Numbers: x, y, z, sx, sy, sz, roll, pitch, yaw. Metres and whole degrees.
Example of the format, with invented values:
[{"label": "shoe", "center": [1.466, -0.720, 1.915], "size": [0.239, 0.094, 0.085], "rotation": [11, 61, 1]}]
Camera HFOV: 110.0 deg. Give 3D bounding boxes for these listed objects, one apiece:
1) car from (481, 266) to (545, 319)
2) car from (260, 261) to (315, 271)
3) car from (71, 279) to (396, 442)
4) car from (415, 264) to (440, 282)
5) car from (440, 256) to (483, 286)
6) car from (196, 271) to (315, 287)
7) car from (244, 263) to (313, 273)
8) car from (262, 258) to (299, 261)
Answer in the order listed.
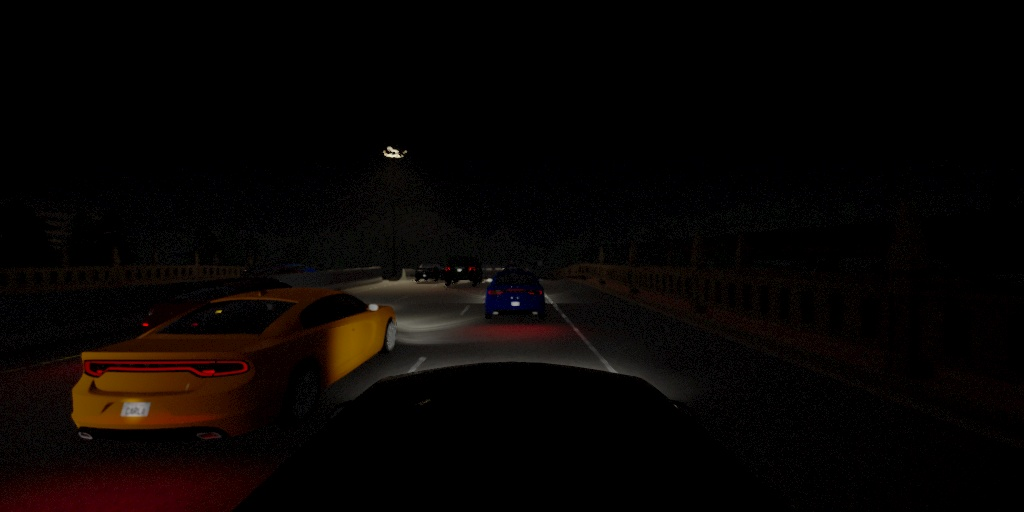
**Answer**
[{"label": "car", "center": [0.100, 1.250, 12.985], "size": [1.882, 1.535, 5.008], "rotation": [0, 0, 0]}, {"label": "car", "center": [-17.595, 1.349, 28.299], "size": [1.882, 1.535, 5.008], "rotation": [0, -1, 0]}, {"label": "car", "center": [-3.401, 1.236, 5.718], "size": [1.882, 1.535, 5.008], "rotation": [0, 0, 0]}, {"label": "car", "center": [-6.899, 1.433, 30.755], "size": [2.128, 1.511, 4.902], "rotation": [0, -2, 0]}, {"label": "car", "center": [-3.399, 1.046, 25.951], "size": [2.150, 2.045, 5.566], "rotation": [0, -1, 0]}, {"label": "car", "center": [-6.900, 1.291, 9.508], "size": [1.812, 1.442, 4.674], "rotation": [0, 0, 0]}, {"label": "car", "center": [-14.098, 1.314, 21.092], "size": [1.812, 1.442, 4.674], "rotation": [0, 0, 0]}, {"label": "car", "center": [-21.095, 1.205, 32.004], "size": [2.150, 2.045, 5.566], "rotation": [0, -2, 0]}]
